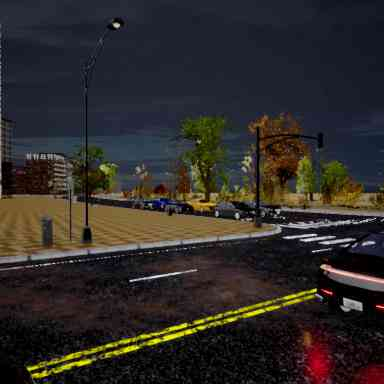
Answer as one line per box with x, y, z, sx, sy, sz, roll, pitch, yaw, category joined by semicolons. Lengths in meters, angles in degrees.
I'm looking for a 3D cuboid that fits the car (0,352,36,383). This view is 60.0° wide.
-3.141;1.492;1.169;4.902;1.511;2.128;0;0;-35;car

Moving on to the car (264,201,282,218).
6.280;1.540;31.257;2.128;1.511;4.902;0;0;-32;car

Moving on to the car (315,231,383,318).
4.444;1.491;6.410;4.902;1.511;2.128;0;0;-34;car

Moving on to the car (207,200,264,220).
3.732;1.564;29.198;1.837;1.490;4.892;0;0;-32;car

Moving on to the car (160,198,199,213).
-1.480;1.648;37.633;1.994;1.385;4.181;0;0;-32;car

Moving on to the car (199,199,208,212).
1.052;1.550;39.727;1.882;1.535;5.008;0;0;-31;car

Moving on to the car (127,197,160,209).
-6.801;1.597;46.417;2.128;1.511;4.902;0;0;-31;car
